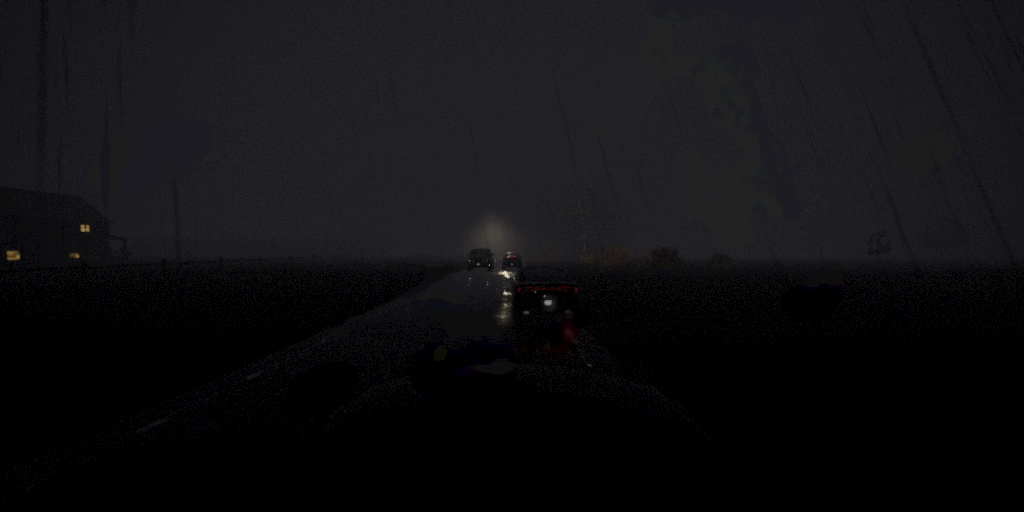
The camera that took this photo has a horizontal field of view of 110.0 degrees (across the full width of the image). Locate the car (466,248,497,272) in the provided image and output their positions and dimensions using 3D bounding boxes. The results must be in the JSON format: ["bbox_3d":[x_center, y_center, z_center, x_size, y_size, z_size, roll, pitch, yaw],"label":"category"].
[{"bbox_3d":[-2.868,0.304,33.186,2.150,2.045,5.566,0,1,0],"label":"car"}]

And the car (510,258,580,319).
[{"bbox_3d":[0.955,1.012,11.837,1.882,1.535,5.008,0,1,0],"label":"car"}]

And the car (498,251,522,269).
[{"bbox_3d":[0.029,0.519,35.685,2.128,1.511,4.902,0,1,1],"label":"car"}]
